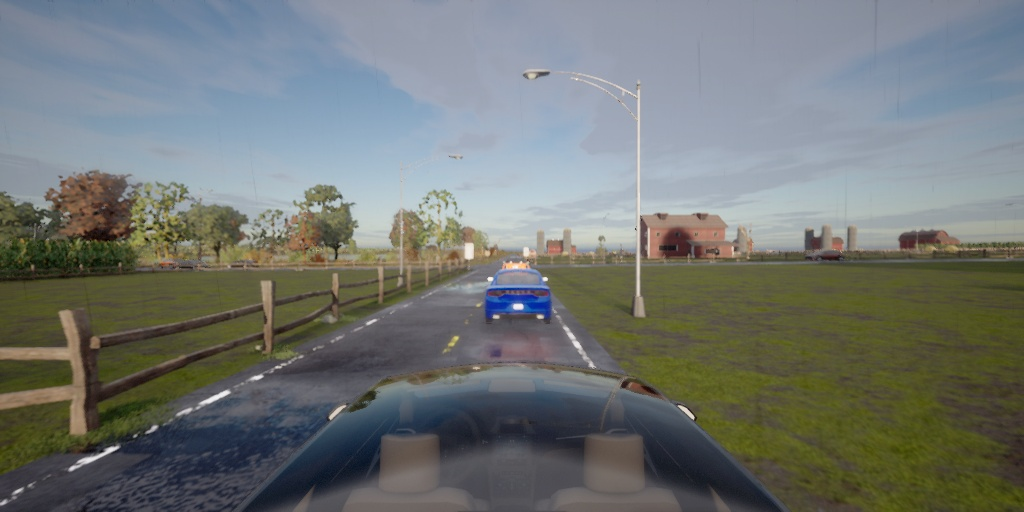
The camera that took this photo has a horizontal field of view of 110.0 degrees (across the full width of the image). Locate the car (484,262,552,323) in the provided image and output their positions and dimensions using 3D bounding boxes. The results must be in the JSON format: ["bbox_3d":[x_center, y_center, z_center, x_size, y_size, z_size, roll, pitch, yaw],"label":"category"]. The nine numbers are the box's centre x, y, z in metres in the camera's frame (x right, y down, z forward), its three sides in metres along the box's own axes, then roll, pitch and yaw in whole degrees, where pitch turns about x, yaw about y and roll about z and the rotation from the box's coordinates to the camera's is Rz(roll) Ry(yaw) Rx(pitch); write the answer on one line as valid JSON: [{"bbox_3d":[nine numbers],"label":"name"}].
[{"bbox_3d":[0.193,1.132,11.782,1.882,1.535,5.008,0,1,1],"label":"car"}]

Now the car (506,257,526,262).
[{"bbox_3d":[0.324,0.846,28.852,2.097,1.767,4.553,0,1,0],"label":"car"}]

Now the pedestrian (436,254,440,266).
[{"bbox_3d":[-11.705,0.644,56.611,0.375,1.860,0.375,0,2,1],"label":"pedestrian"}]
